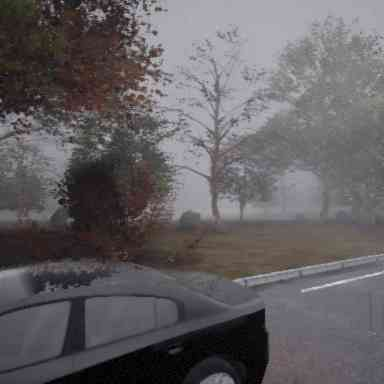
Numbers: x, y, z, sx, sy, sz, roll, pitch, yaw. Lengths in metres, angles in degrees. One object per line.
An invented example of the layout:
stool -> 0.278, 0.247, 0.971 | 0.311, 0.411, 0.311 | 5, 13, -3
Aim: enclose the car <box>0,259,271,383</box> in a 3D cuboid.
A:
car -> -1.517, 1.447, 2.980 | 5.008, 1.535, 1.882 | 1, 0, -33
